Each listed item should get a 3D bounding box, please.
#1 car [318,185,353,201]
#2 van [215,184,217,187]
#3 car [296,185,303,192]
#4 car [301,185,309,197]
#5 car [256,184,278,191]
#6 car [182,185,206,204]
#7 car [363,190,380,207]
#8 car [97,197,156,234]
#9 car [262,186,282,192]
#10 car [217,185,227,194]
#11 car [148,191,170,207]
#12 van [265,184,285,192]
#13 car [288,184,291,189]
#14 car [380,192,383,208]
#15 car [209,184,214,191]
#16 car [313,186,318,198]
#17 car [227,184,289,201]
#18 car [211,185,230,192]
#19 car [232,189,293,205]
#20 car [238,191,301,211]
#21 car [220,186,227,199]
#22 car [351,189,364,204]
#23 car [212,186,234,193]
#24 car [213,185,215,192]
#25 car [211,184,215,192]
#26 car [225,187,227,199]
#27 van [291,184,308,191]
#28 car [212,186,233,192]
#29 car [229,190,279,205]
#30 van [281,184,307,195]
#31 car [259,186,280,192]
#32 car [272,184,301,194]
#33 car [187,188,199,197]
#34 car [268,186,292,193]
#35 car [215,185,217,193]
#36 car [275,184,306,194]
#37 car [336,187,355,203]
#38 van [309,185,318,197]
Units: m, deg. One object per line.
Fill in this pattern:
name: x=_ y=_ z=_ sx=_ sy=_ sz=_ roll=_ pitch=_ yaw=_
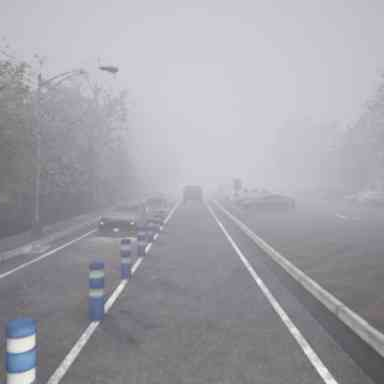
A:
car: x=20.026 y=0.125 z=43.425 sx=5.566 sy=2.045 sz=2.435 roll=0 pitch=2 yaw=0
van: x=7.198 y=-0.455 z=62.982 sx=4.442 sy=1.987 sz=1.878 roll=0 pitch=2 yaw=0
car: x=20.120 y=0.030 z=54.502 sx=4.792 sy=1.488 sz=2.163 roll=0 pitch=2 yaw=0
car: x=20.097 y=0.113 z=51.864 sx=4.792 sy=1.488 sz=2.163 roll=0 pitch=2 yaw=1
car: x=20.367 y=-1.235 z=90.615 sx=5.566 sy=2.045 sz=2.435 roll=0 pitch=2 yaw=0
car: x=0.110 y=0.261 z=37.553 sx=2.150 sy=2.045 sz=5.566 roll=0 pitch=2 yaw=0
car: x=19.875 y=0.801 z=32.363 sx=4.792 sy=1.488 sz=2.163 roll=0 pitch=2 yaw=0
car: x=-3.347 y=1.214 z=17.356 sx=2.033 sy=1.411 sz=5.357 roll=0 pitch=2 yaw=0
car: x=20.345 y=-0.791 z=84.959 sx=4.674 sy=1.452 sz=2.002 roll=0 pitch=2 yaw=0
car: x=6.781 y=0.177 z=49.247 sx=5.366 sy=1.575 sz=1.946 roll=0 pitch=2 yaw=0
car: x=-3.326 y=0.646 z=33.445 sx=1.882 sy=1.535 sz=5.008 roll=0 pitch=3 yaw=0
van: x=20.442 y=-0.985 z=82.308 sx=4.442 sy=1.987 sz=1.878 roll=0 pitch=2 yaw=0
car: x=20.142 y=-0.158 z=60.037 sx=5.008 sy=1.535 sz=2.097 roll=0 pitch=2 yaw=0
car: x=19.913 y=0.741 z=29.714 sx=4.553 sy=1.767 sz=2.185 roll=0 pitch=2 yaw=0
car: x=6.990 y=-0.532 z=74.091 sx=5.366 sy=1.575 sz=1.946 roll=0 pitch=2 yaw=0
car: x=19.992 y=0.307 z=46.203 sx=4.792 sy=1.488 sz=2.163 roll=0 pitch=2 yaw=0
car: x=6.876 y=0.426 z=35.244 sx=5.566 sy=2.045 sz=2.435 roll=0 pitch=2 yaw=0
car: x=7.238 y=-0.955 z=85.186 sx=4.553 sy=1.767 sz=2.185 roll=0 pitch=2 yaw=0
car: x=6.830 y=0.776 z=32.479 sx=5.008 sy=1.535 sz=2.097 roll=0 pitch=2 yaw=0
car: x=6.772 y=0.905 z=29.706 sx=4.792 sy=1.488 sz=2.163 roll=0 pitch=2 yaw=0
car: x=6.733 y=0.377 z=43.578 sx=5.366 sy=1.575 sz=1.946 roll=0 pitch=2 yaw=0
car: x=19.925 y=0.713 z=35.132 sx=4.674 sy=1.452 sz=2.002 roll=0 pitch=2 yaw=0
car: x=7.205 y=-0.603 z=76.864 sx=4.892 sy=1.521 sz=2.231 roll=0 pitch=2 yaw=0
car: x=7.076 y=-0.275 z=65.765 sx=4.792 sy=1.488 sz=2.163 roll=0 pitch=2 yaw=0
car: x=7.123 y=-0.425 z=71.315 sx=4.792 sy=1.488 sz=2.163 roll=0 pitch=2 yaw=0
car: x=6.901 y=0.480 z=40.803 sx=4.892 sy=1.521 sz=2.231 roll=0 pitch=2 yaw=0
van: x=20.005 y=-0.306 z=57.247 sx=4.442 sy=1.987 sz=1.878 roll=0 pitch=2 yaw=0
car: x=7.216 y=-0.678 z=79.639 sx=4.892 sy=1.521 sz=2.231 roll=0 pitch=2 yaw=0
car: x=7.057 y=0.575 z=38.026 sx=5.366 sy=1.575 sz=1.946 roll=0 pitch=2 yaw=0
van: x=20.067 y=-0.533 z=65.570 sx=4.442 sy=1.987 sz=1.878 roll=0 pitch=2 yaw=0
car: x=20.365 y=-0.906 z=87.728 sx=5.008 sy=1.535 sz=2.097 roll=0 pitch=2 yaw=0
car: x=20.202 y=-0.708 z=71.106 sx=5.566 sy=2.045 sz=2.435 roll=0 pitch=2 yaw=0
car: x=0.156 y=0.096 z=54.416 sx=1.994 sy=1.385 sz=4.181 roll=0 pitch=1 yaw=0
car: x=20.272 y=-0.607 z=76.652 sx=5.008 sy=1.535 sz=2.097 roll=0 pitch=2 yaw=0
car: x=7.088 y=-0.125 z=60.214 sx=4.792 sy=1.488 sz=2.163 roll=0 pitch=2 yaw=0
car: x=20.179 y=-0.633 z=68.337 sx=5.566 sy=2.045 sz=2.435 roll=0 pitch=2 yaw=0
car: x=19.765 y=0.571 z=37.900 sx=5.366 sy=1.575 sz=1.946 roll=0 pitch=2 yaw=0
van: x=20.162 y=-0.049 z=49.086 sx=4.442 sy=1.987 sz=1.878 roll=0 pitch=2 yaw=0
